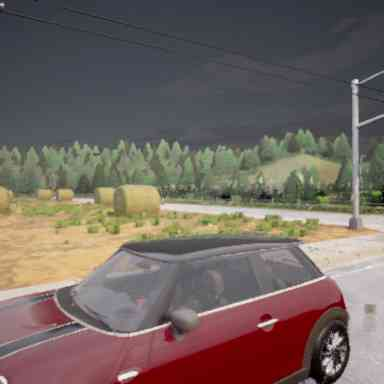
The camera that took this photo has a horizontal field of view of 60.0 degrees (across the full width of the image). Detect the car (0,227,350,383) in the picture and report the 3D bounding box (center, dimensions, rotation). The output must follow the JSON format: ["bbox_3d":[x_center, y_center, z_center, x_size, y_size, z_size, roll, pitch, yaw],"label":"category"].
[{"bbox_3d":[-0.268,1.343,3.760,4.553,1.767,2.097,0,0,-35],"label":"car"}]

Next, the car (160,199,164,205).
[{"bbox_3d":[-6.068,1.350,51.931,1.812,1.442,4.674,0,0,-32],"label":"car"}]
